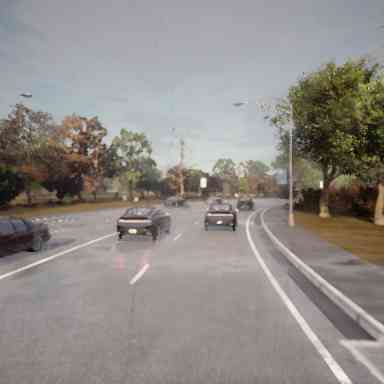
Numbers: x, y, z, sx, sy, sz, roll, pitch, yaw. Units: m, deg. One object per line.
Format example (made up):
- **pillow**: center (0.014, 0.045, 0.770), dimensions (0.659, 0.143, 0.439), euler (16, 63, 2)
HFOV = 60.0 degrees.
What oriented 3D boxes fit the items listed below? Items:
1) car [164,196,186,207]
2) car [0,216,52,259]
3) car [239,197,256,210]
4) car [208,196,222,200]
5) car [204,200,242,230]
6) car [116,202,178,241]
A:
- **car**: center (-2.444, 1.380, 47.928), dimensions (1.882, 1.535, 5.008), euler (0, 0, 19)
- **car**: center (-6.583, 1.509, 10.765), dimensions (2.033, 1.411, 5.357), euler (0, 0, 5)
- **car**: center (6.838, 1.465, 41.956), dimensions (1.837, 1.490, 4.892), euler (0, 0, 17)
- **car**: center (3.601, 1.444, 54.272), dimensions (1.812, 1.442, 4.674), euler (0, 0, 22)
- **car**: center (1.857, 1.466, 20.677), dimensions (2.128, 1.511, 4.902), euler (0, 0, 8)
- **car**: center (-2.248, 1.457, 16.572), dimensions (2.128, 1.511, 4.902), euler (0, 0, 6)
